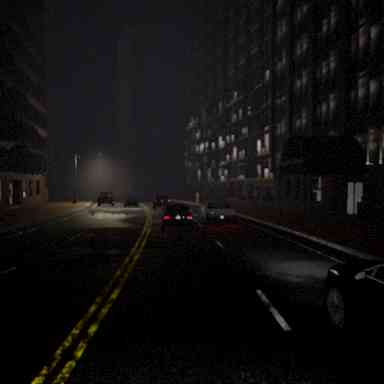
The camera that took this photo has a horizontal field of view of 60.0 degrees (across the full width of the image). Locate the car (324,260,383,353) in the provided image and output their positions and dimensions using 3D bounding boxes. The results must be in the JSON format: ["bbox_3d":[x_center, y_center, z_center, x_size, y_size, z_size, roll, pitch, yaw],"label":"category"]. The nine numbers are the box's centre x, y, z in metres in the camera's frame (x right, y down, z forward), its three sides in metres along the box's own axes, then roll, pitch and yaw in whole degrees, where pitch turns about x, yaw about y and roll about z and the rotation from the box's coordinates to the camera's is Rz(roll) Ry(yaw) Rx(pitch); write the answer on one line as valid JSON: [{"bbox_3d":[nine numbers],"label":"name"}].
[{"bbox_3d":[3.225,1.458,3.839,2.128,1.511,4.902,0,0,-1],"label":"car"}]

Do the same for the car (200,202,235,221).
[{"bbox_3d":[1.785,1.406,24.778,1.895,1.301,4.718,0,0,-6],"label":"car"}]

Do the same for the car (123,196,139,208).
[{"bbox_3d":[-7.791,1.236,42.592,2.033,1.411,5.357,0,1,-11],"label":"car"}]

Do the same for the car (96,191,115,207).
[{"bbox_3d":[-11.657,0.907,45.173,2.150,2.045,5.566,0,0,-12],"label":"car"}]

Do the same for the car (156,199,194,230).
[{"bbox_3d":[-0.977,1.398,20.142,2.033,1.411,5.357,0,0,-5],"label":"car"}]

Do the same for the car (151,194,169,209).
[{"bbox_3d":[-3.742,1.049,39.586,2.097,1.767,4.553,0,0,-10],"label":"car"}]
